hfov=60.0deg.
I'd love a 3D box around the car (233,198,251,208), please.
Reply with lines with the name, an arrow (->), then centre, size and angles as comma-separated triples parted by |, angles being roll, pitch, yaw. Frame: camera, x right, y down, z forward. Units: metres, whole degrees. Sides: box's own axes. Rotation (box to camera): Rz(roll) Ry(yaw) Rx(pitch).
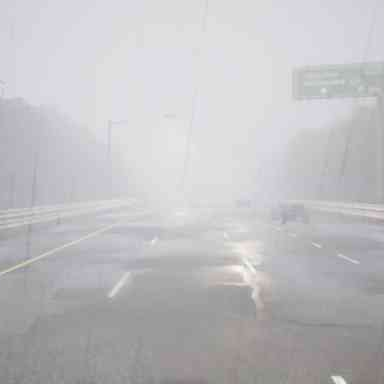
car -> 7.014, 1.529, 46.844 | 2.033, 1.411, 5.357 | 0, 0, 0

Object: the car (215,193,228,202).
car -> 7.033, 1.333, 76.923 | 2.097, 1.767, 4.553 | 0, 0, 0

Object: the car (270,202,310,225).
car -> 7.006, 1.496, 24.126 | 1.837, 1.490, 4.892 | 0, 0, 0
